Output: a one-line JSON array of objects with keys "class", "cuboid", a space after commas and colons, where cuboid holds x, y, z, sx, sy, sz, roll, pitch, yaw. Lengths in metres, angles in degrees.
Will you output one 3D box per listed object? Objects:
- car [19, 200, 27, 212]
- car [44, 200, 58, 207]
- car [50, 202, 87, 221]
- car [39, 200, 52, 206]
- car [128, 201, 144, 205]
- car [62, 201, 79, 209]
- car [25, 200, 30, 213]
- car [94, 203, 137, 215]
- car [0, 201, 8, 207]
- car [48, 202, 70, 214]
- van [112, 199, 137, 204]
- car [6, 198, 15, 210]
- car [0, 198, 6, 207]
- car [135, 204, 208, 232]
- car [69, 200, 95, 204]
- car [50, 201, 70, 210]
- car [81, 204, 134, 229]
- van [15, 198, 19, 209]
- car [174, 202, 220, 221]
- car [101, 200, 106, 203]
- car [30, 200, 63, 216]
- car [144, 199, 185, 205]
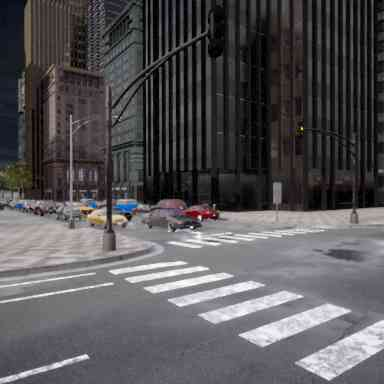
[{"class": "car", "cuboid": [-23.400, 2.155, 48.407, 1.967, 1.590, 4.097, -1, 0, -35]}, {"class": "car", "cuboid": [-31.824, 2.593, 74.905, 1.947, 1.339, 4.313, -1, 0, -35]}, {"class": "car", "cuboid": [-12.049, 2.003, 32.496, 2.008, 1.369, 4.403, -1, 0, -35]}, {"class": "car", "cuboid": [-34.846, 2.658, 79.141, 1.947, 1.339, 4.313, -1, 0, -35]}, {"class": "car", "cuboid": [-5.324, 2.003, 37.774, 1.802, 1.307, 4.206, -1, 0, -35]}, {"class": "car", "cuboid": [-22.762, 2.405, 62.199, 1.802, 1.307, 4.206, -1, 0, -35]}, {"class": "car", "cuboid": [-20.561, 2.195, 44.430, 1.887, 1.381, 4.507, -1, 0, -35]}, {"class": "car", "cuboid": [-7.133, 1.978, 30.204, 1.895, 1.301, 4.718, 0, -1, -36]}, {"class": "car", "cuboid": [-44.502, 2.769, 77.998, 1.802, 1.307, 4.206, -1, 0, -35]}, {"class": "car", "cuboid": [-18.652, 2.171, 46.433, 1.812, 1.442, 4.674, 0, -1, -35]}, {"class": "van", "cuboid": [-8.279, 1.831, 41.919, 1.690, 1.788, 3.998, -1, 0, -35]}, {"class": "car", "cuboid": [-32.015, 2.352, 60.486, 1.967, 1.590, 4.097, -1, 0, -35]}, {"class": "car", "cuboid": [-41.381, 2.665, 73.620, 1.887, 1.381, 4.507, -1, 0, -35]}, {"class": "car", "cuboid": [-1.565, 1.793, 22.397, 2.033, 1.411, 5.357, 0, -1, -36]}, {"class": "car", "cuboid": [-12.801, 1.987, 38.168, 1.882, 1.535, 5.008, 0, -1, -35]}, {"class": "car", "cuboid": [-23.113, 2.339, 57.949, 2.033, 1.411, 5.357, 0, -1, -36]}, {"class": "car", "cuboid": [-6.277, 1.842, 24.403, 1.752, 1.417, 4.829, -1, 0, -35]}, {"class": "van", "cuboid": [-26.239, 2.121, 52.385, 1.690, 1.788, 3.998, -1, 0, -35]}, {"class": "car", "cuboid": [0.573, 1.827, 29.484, 1.887, 1.381, 4.507, -1, 0, -35]}, {"class": "car", "cuboid": [-11.228, 1.874, 46.064, 2.192, 1.841, 5.009, -1, 0, -35]}, {"class": "car", "cuboid": [-17.729, 1.899, 40.452, 2.192, 1.841, 5.009, -1, 0, -35]}, {"class": "car", "cuboid": [-2.381, 1.667, 33.629, 2.192, 1.841, 5.009, -1, 0, -35]}]
